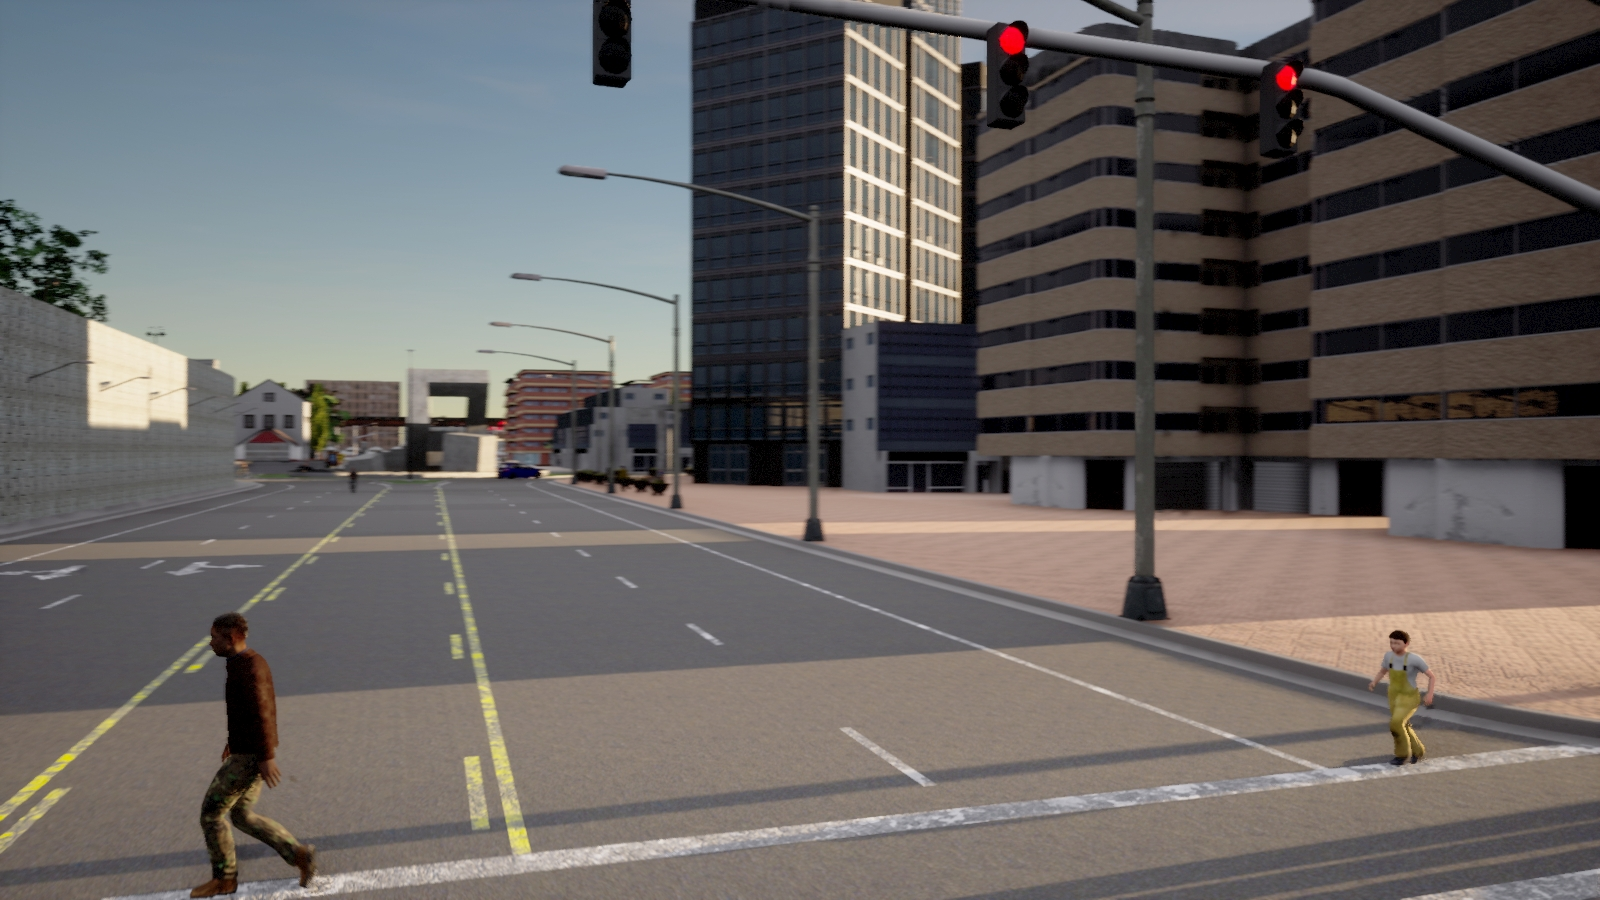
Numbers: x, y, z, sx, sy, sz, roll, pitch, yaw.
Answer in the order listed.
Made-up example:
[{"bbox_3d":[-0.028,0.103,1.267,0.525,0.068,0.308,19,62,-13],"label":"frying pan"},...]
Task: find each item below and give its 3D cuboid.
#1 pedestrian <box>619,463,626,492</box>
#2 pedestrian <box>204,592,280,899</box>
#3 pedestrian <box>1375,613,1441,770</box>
[{"bbox_3d":[-11.474,1.794,73.946,0.375,1.860,0.375,0,0,-19],"label":"pedestrian"},{"bbox_3d":[-3.507,1.856,7.197,0.375,1.860,0.375,0,0,-17],"label":"pedestrian"},{"bbox_3d":[5.451,2.150,10.251,0.375,1.300,0.375,0,0,-22],"label":"pedestrian"}]
